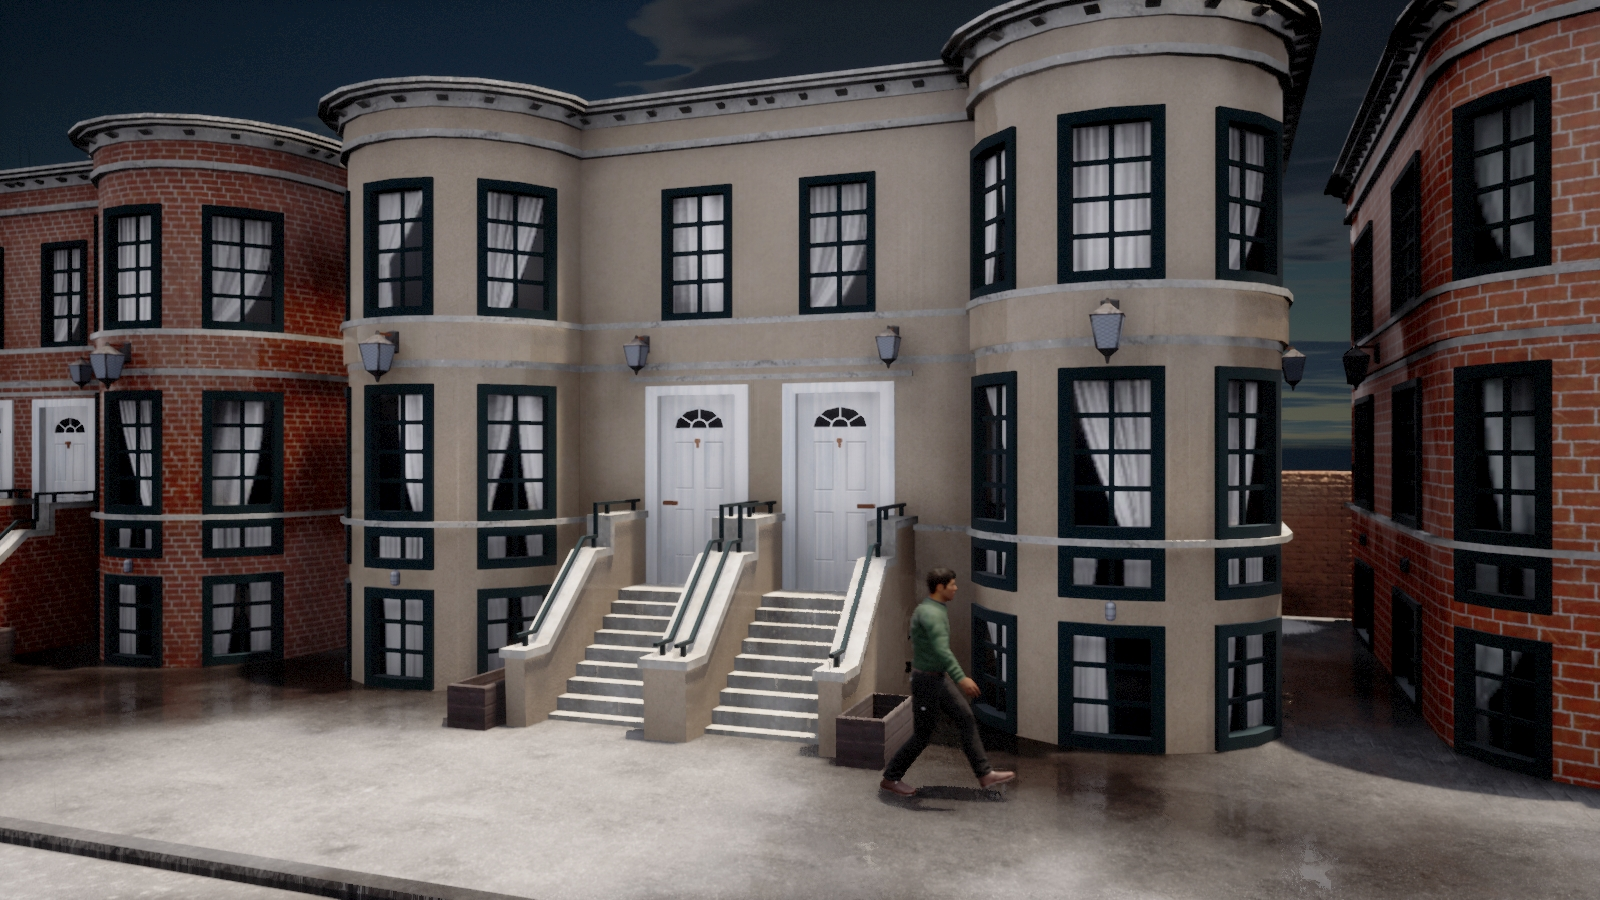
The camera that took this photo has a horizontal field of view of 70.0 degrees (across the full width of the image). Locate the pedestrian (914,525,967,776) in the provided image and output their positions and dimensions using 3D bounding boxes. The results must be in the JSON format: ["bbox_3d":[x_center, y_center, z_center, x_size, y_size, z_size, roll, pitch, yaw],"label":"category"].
[{"bbox_3d":[1.085,1.526,8.819,0.375,1.860,0.375,0,0,11],"label":"pedestrian"}]
